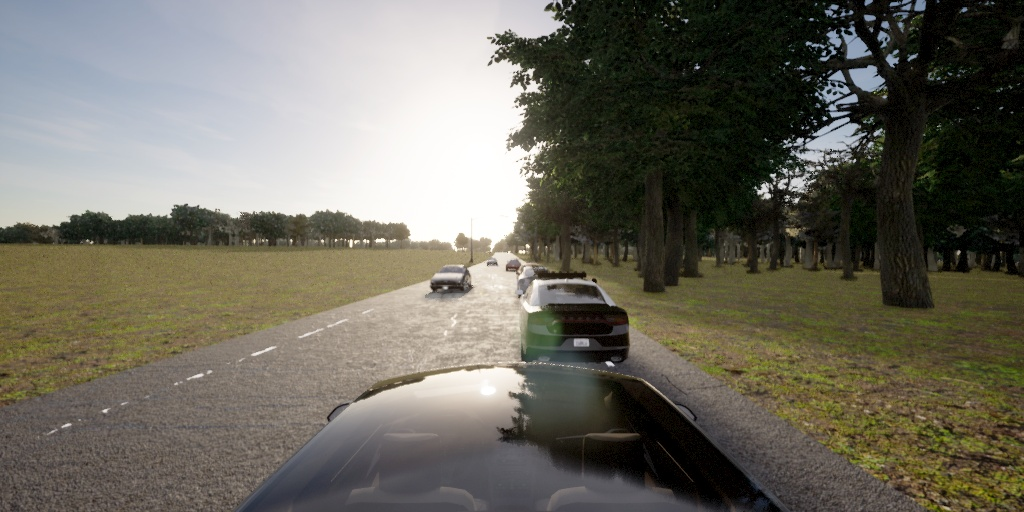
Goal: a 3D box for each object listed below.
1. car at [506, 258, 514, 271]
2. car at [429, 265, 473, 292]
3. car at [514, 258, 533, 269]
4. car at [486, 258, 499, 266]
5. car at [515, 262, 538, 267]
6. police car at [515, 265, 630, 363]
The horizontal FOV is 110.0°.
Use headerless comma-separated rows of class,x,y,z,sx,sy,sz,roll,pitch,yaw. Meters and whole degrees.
car,0.209,1.141,46.562,1.994,1.385,4.181,0,0,2
car,-3.448,1.253,21.282,2.033,1.411,5.357,0,0,0
car,1.216,1.150,24.360,1.801,1.575,5.366,0,0,0
car,-3.442,1.013,62.412,1.812,1.442,4.674,0,0,0
car,1.188,1.243,18.167,1.812,1.442,4.674,0,0,0
police car,1.121,1.167,8.271,1.930,1.638,5.238,0,0,0
